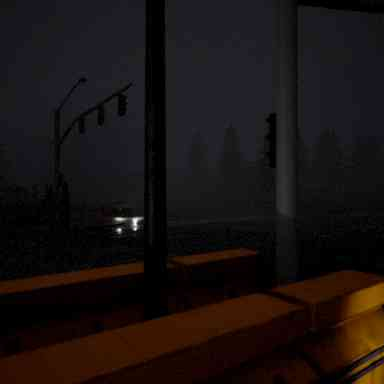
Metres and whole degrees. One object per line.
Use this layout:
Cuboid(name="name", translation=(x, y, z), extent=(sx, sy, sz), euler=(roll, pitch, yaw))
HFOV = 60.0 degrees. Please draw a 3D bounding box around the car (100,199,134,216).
Cuboid(name="car", translation=(-7.333, 1.481, 32.432), extent=(1.882, 1.535, 5.008), euler=(0, 0, -36))
